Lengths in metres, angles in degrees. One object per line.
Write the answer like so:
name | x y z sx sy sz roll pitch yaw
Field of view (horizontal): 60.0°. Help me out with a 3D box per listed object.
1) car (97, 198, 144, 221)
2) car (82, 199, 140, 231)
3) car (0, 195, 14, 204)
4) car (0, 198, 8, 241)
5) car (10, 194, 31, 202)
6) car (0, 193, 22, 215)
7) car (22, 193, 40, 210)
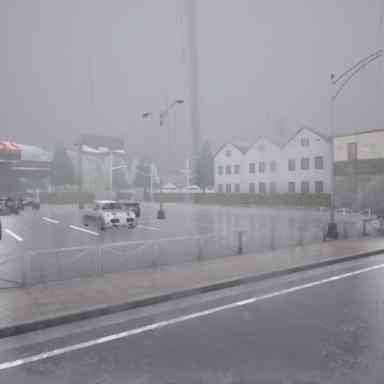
car | -5.708 1.313 26.250 2.007 1.523 4.514 0 0 -36
car | -4.598 1.248 18.384 1.970 1.475 3.806 0 0 -36
car | -38.355 1.495 66.689 4.611 1.667 2.242 0 0 -36
car | -9.636 1.169 14.395 2.152 1.636 5.027 0 0 -36
car | -38.110 1.328 73.817 3.866 1.878 1.905 0 0 -36
car | -17.171 1.113 30.372 1.932 1.855 4.605 0 0 -36
car | -19.063 1.092 38.687 1.905 1.878 3.866 0 0 -36
